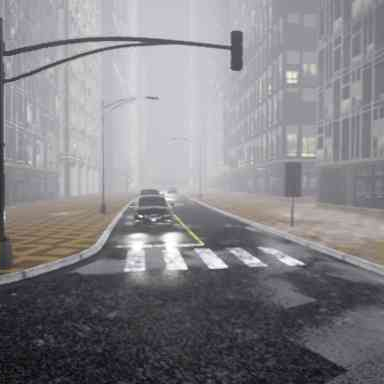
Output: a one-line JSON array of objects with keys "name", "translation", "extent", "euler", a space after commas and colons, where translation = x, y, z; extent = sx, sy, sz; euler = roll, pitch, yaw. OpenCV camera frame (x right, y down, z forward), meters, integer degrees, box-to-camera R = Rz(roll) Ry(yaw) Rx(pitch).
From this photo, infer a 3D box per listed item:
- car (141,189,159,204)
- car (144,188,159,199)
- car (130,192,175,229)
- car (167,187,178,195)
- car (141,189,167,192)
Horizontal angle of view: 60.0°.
[{"name": "car", "translation": [-4.542, 0.417, 36.115], "extent": [1.812, 1.442, 4.674], "euler": [0, 2, -6]}, {"name": "car", "translation": [-5.518, 0.199, 46.005], "extent": [1.895, 1.301, 4.718], "euler": [0, 2, -5]}, {"name": "car", "translation": [-2.077, 0.945, 17.333], "extent": [1.837, 1.490, 4.892], "euler": [0, 2, -9]}, {"name": "car", "translation": [-3.430, -0.187, 57.542], "extent": [2.033, 1.411, 5.357], "euler": [0, 2, -4]}, {"name": "car", "translation": [-3.354, 0.529, 26.374], "extent": [2.097, 1.767, 4.553], "euler": [0, 2, -7]}]
